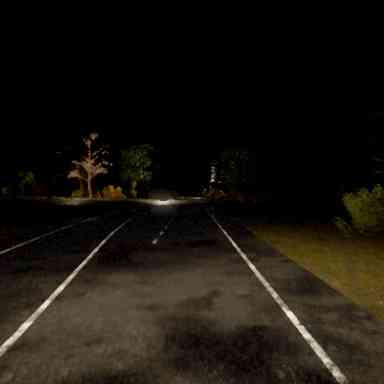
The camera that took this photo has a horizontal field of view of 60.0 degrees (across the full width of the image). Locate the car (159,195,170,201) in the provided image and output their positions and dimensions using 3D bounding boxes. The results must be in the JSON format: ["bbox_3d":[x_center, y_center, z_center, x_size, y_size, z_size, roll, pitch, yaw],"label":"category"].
[{"bbox_3d":[-6.803,1.635,78.803,1.837,1.490,4.892,0,0,0],"label":"car"}]
